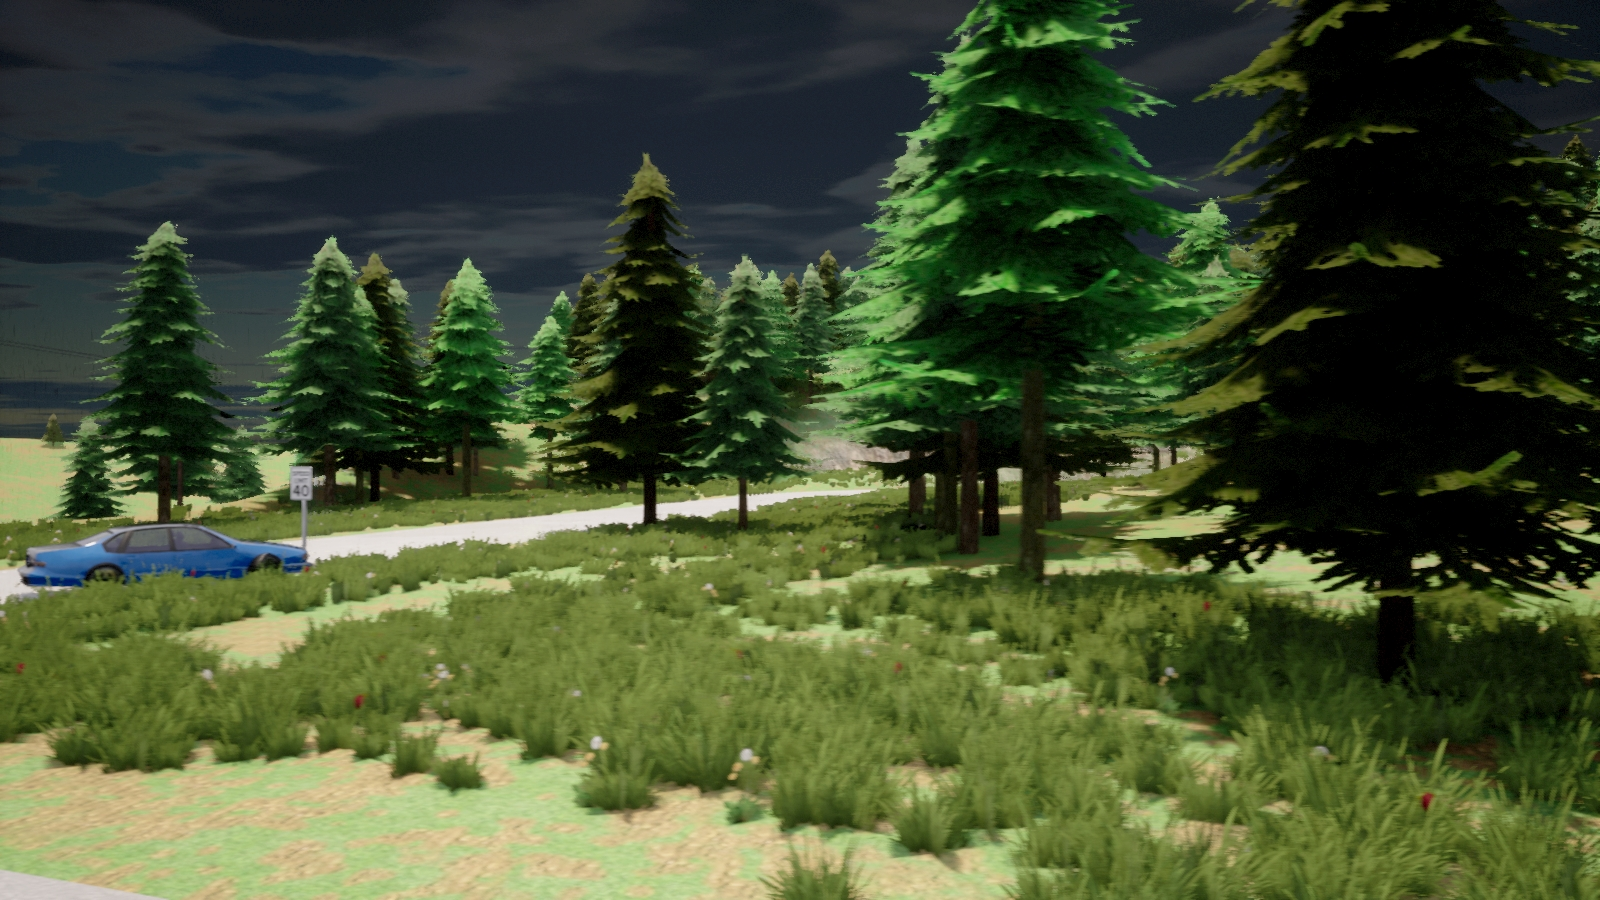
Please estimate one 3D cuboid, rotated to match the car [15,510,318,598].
[{"bbox_3d":[-13.340,2.106,24.264,5.357,1.411,2.033,0,0,-39],"label":"car"}]
